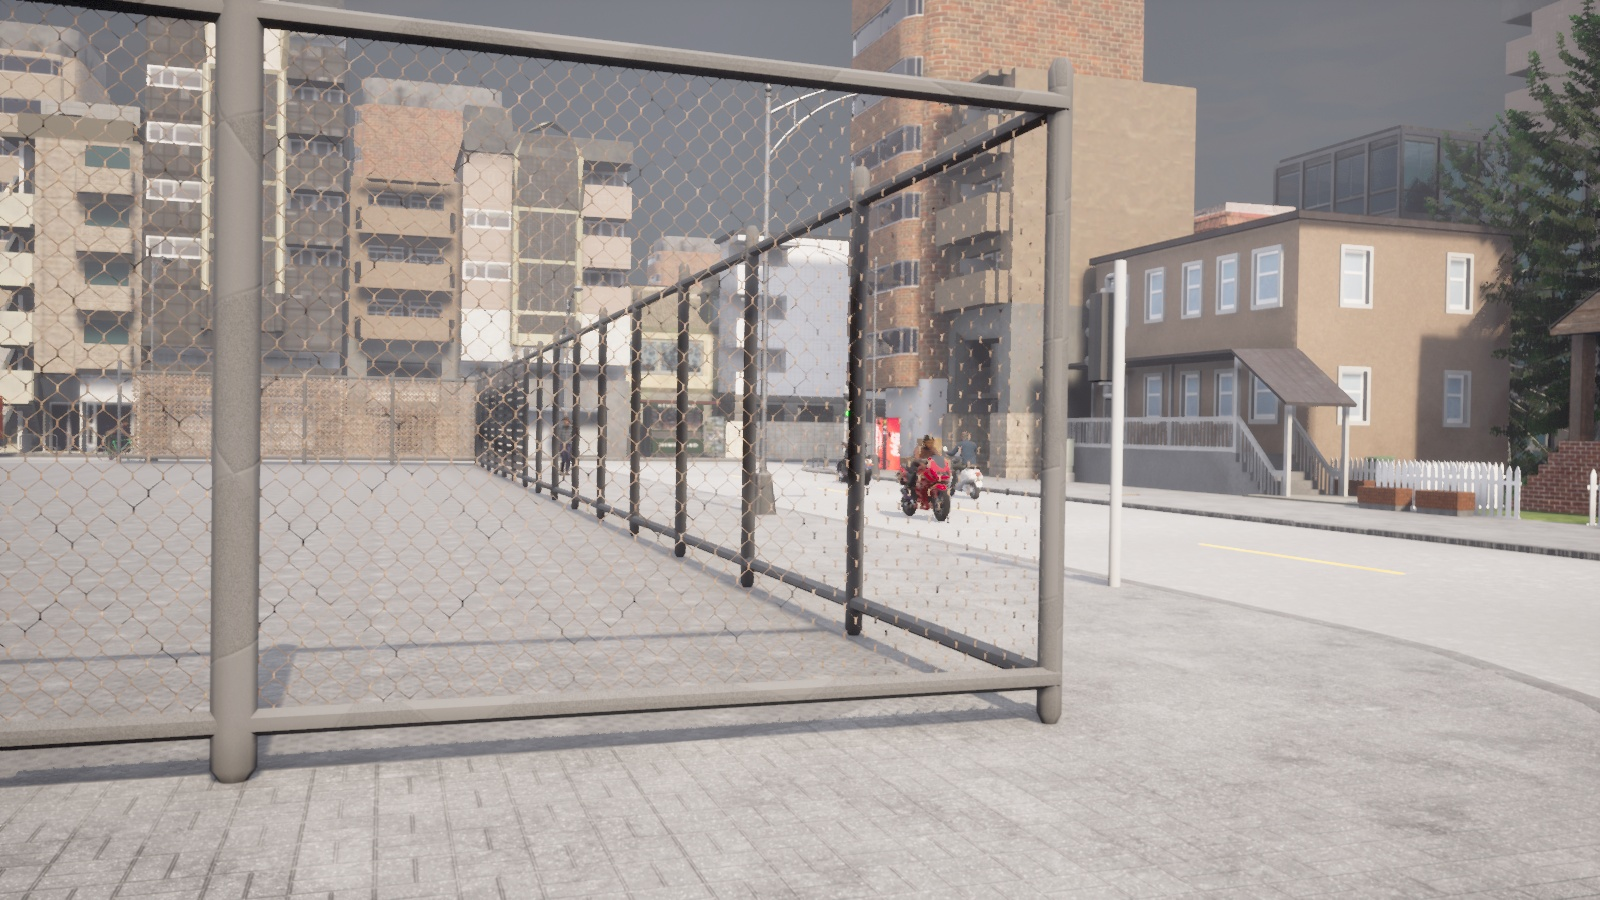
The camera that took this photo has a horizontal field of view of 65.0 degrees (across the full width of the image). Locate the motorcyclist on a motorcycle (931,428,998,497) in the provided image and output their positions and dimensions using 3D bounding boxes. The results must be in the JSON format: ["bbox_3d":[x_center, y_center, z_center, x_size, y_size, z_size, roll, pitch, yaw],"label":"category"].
[{"bbox_3d":[3.925,0.275,30.128,0.866,1.590,1.817,-1,1,-18],"label":"motorcyclist on a motorcycle"}]

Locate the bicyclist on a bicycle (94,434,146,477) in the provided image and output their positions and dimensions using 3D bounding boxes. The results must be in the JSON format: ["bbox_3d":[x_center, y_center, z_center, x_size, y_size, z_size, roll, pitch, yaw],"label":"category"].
[{"bbox_3d":[-25.655,0.202,47.407,1.656,1.620,0.582,0,1,-18],"label":"bicyclist on a bicycle"}]

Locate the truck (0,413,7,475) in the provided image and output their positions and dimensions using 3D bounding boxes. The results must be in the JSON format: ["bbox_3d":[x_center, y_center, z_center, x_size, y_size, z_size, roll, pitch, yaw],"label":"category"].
[{"bbox_3d":[-34.170,-0.205,48.792,5.204,2.467,2.627,-1,1,-19],"label":"truck"}]

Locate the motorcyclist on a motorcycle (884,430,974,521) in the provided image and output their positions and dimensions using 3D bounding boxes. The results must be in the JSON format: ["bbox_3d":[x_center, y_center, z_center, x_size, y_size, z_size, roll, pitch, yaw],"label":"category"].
[{"bbox_3d":[2.268,0.433,22.372,0.797,1.523,2.044,-1,0,-18],"label":"motorcyclist on a motorcycle"}]

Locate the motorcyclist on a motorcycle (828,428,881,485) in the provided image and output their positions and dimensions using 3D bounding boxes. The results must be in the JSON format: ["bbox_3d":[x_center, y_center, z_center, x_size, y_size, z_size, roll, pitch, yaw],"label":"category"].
[{"bbox_3d":[1.595,0.180,37.207,0.766,1.649,2.350,-1,1,-19],"label":"motorcyclist on a motorcycle"}]

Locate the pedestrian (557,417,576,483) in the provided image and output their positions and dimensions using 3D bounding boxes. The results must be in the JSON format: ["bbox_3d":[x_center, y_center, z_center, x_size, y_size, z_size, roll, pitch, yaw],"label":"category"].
[{"bbox_3d":[-6.948,-0.009,37.377,0.423,1.949,0.788,-1,1,-20],"label":"pedestrian"}]
